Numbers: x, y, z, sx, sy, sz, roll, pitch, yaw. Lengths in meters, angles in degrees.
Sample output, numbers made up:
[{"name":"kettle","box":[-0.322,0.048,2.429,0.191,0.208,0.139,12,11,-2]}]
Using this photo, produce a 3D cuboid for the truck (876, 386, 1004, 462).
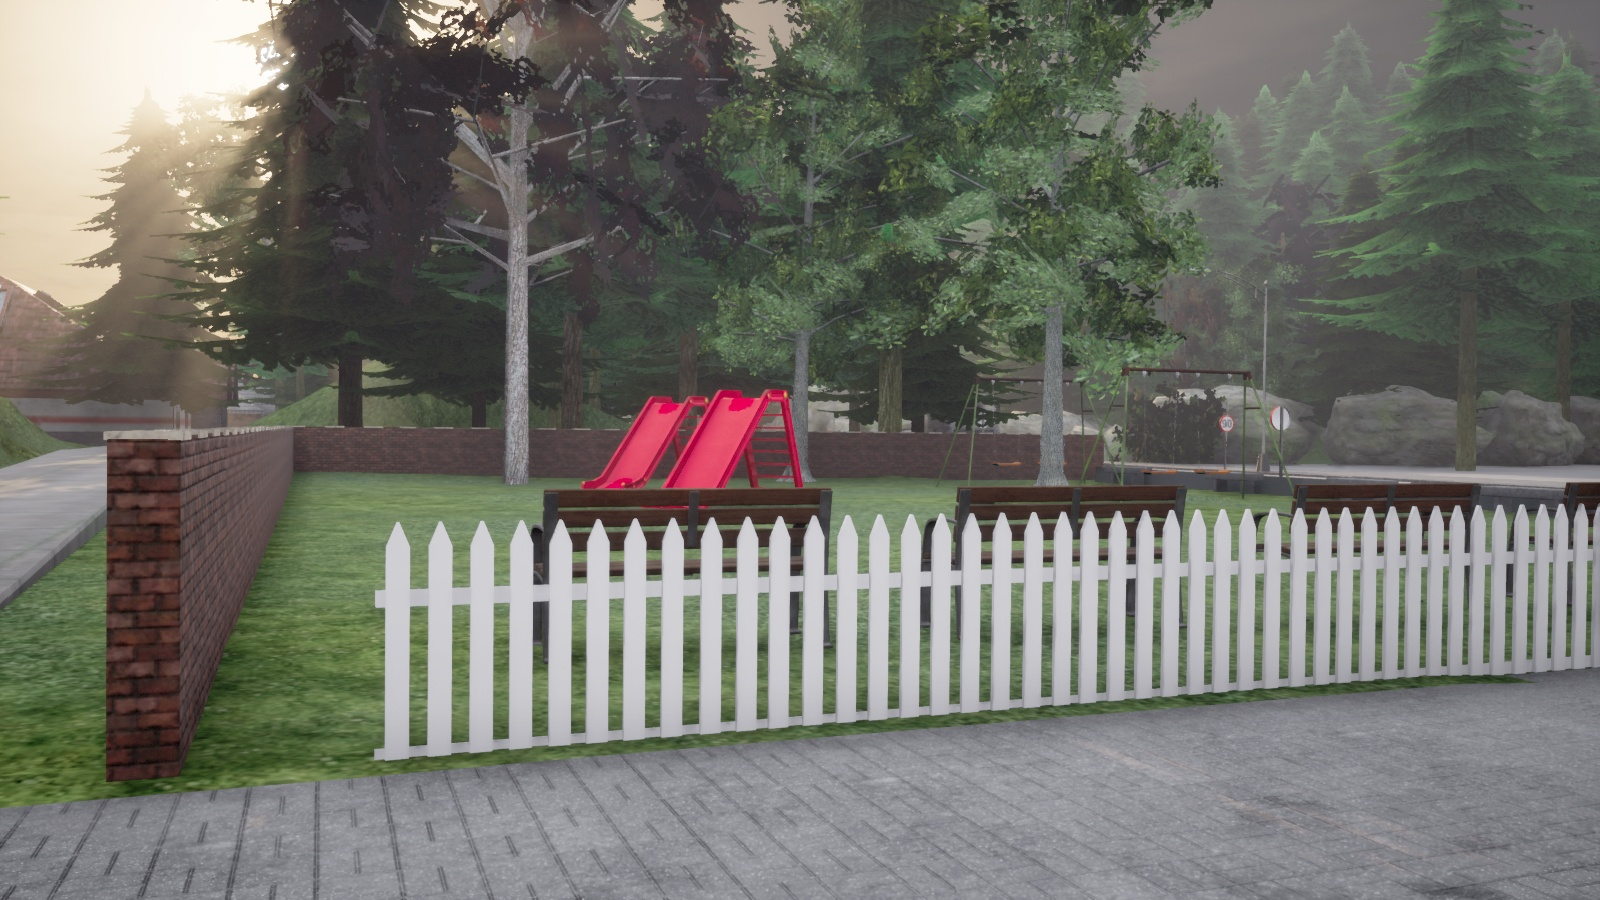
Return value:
[{"name":"truck","box":[6.660,-1.252,61.237,2.891,3.462,7.936,-1,1,-21]}]
